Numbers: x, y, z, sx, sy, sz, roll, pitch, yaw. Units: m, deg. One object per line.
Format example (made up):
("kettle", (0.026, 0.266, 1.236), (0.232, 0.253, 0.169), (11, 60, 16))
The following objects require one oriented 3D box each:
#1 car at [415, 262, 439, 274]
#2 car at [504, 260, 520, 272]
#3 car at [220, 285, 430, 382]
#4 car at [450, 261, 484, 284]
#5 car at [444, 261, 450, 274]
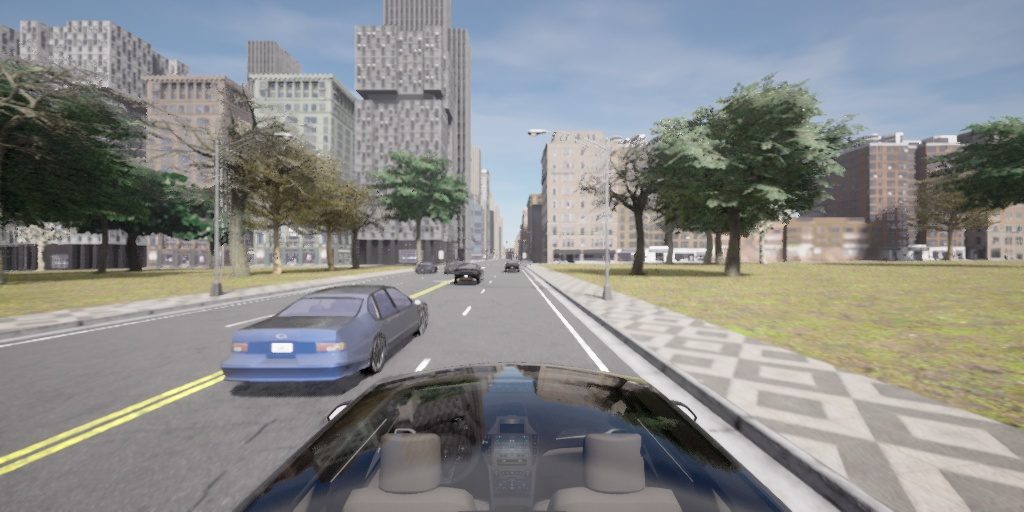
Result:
("car", (-9.838, 1.357, 41.557), (1.994, 1.385, 4.181), (0, 0, 0))
("car", (0.021, 1.266, 46.776), (1.882, 1.535, 5.008), (0, 0, 0))
("car", (-3.156, 1.303, 7.429), (2.033, 1.411, 5.357), (0, 0, 0))
("car", (-3.193, 1.247, 27.369), (1.882, 1.535, 5.008), (0, 0, 0))
("car", (-6.591, 1.296, 41.196), (1.837, 1.490, 4.892), (0, -1, 0))
